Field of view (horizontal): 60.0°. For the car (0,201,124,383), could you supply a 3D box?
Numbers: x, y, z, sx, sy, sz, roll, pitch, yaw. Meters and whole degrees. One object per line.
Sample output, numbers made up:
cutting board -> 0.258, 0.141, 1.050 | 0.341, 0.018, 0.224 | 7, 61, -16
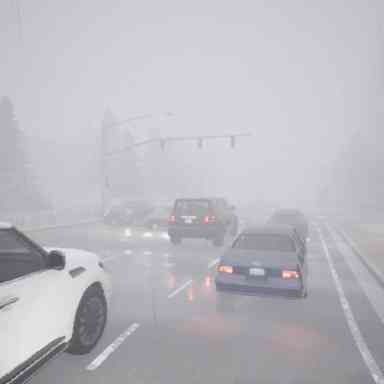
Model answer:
car -> -2.732, 1.222, 3.114 | 2.150, 2.045, 5.566 | 0, 0, 10

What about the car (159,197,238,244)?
car -> 0.680, 1.221, 15.459 | 2.150, 2.045, 5.566 | 0, 0, 18

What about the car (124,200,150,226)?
car -> -4.216, 1.349, 23.267 | 2.097, 1.767, 4.553 | 0, 0, 19

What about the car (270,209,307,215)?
car -> 5.017, 1.564, 17.378 | 1.994, 1.385, 4.181 | 0, 0, 18

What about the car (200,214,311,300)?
car -> 2.032, 1.547, 8.632 | 2.033, 1.411, 5.357 | 0, 0, 19

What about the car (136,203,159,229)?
car -> -1.205, 1.547, 21.282 | 2.033, 1.411, 5.357 | 0, 0, 19
